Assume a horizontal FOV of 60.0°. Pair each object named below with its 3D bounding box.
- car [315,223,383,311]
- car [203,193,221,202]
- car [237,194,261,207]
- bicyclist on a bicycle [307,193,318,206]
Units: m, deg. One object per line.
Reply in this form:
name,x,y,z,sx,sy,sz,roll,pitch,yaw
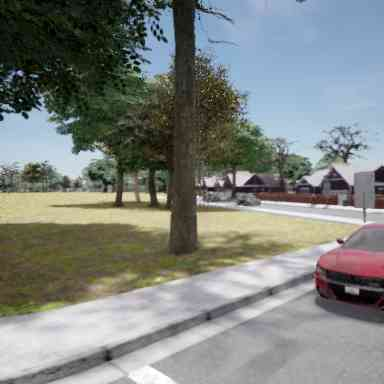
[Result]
car,4.653,1.477,7.682,5.008,1.535,1.882,0,0,-44
car,4.102,1.261,63.439,1.994,1.385,4.181,-1,1,-14
car,8.136,1.138,47.845,2.097,1.767,4.553,-1,1,-15
bicyclist on a bicycle,15.520,1.012,42.797,1.656,1.620,0.582,-1,1,-15
